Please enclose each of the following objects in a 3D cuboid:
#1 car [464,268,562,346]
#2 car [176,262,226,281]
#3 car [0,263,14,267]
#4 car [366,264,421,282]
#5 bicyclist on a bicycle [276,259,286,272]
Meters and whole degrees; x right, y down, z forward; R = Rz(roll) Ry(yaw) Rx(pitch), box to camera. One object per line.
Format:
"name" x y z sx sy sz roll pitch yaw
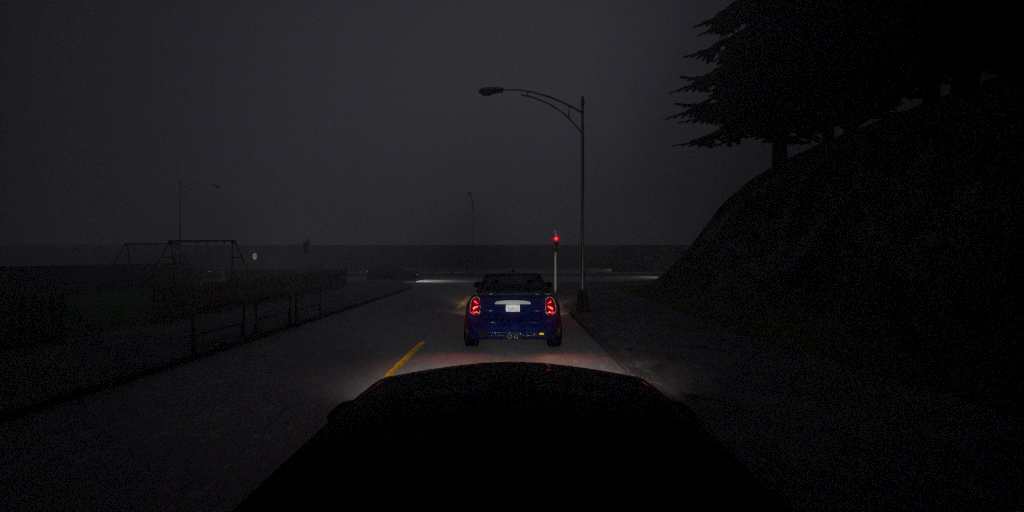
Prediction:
"car" 0.036 1.102 9.537 2.097 1.767 4.553 0 0 0
"car" -26.128 1.241 29.328 4.902 1.511 2.128 0 0 0
"car" -48.578 1.351 33.476 4.718 1.301 1.895 0 0 1
"car" -9.517 1.314 28.843 4.181 1.385 1.994 0 0 9
"bicyclist on a bicycle" -24.264 1.099 37.725 0.582 1.620 1.656 0 0 0
